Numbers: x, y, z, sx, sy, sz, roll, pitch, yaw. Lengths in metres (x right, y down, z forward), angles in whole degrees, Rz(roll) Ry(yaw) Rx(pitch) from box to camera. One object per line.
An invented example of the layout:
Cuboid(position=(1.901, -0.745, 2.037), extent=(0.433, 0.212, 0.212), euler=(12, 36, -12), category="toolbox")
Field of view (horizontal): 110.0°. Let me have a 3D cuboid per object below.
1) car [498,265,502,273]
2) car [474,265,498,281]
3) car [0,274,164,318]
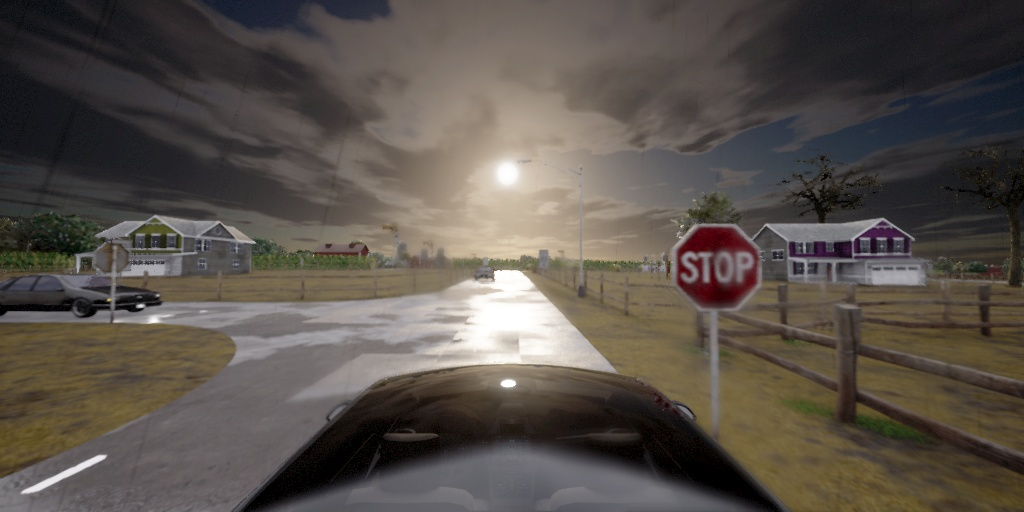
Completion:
Cuboid(position=(-2.762, 2.259, 63.852), extent=(1.895, 1.301, 4.718), euler=(0, -1, 0), category="car")
Cuboid(position=(-2.756, 1.866, 37.165), extent=(1.994, 1.385, 4.181), euler=(0, -1, 0), category="car")
Cuboid(position=(-15.438, 1.317, 12.414), extent=(5.357, 1.411, 2.033), euler=(0, -2, 1), category="car")
